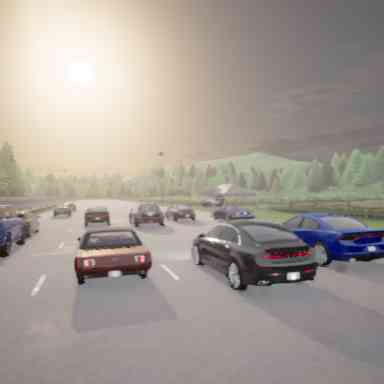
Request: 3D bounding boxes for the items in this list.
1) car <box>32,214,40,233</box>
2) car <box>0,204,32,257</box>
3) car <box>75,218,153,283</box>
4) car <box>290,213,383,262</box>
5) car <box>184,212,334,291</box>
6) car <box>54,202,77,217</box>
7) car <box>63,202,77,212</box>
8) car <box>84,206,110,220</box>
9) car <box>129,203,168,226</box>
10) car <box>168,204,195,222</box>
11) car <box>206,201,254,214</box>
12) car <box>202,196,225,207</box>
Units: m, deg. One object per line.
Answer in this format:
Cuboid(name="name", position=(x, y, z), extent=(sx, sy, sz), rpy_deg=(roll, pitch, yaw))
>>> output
Cuboid(name="car", position=(-10.348, 1.887, 19.827), extent=(1.837, 1.490, 4.892), rpy_deg=(-1, 0, -17))
Cuboid(name="car", position=(-8.598, 1.522, 14.123), extent=(2.150, 2.045, 5.566), rpy_deg=(-1, 0, -17))
Cuboid(name="car", position=(-2.530, 1.738, 10.234), extent=(1.895, 1.301, 4.718), rpy_deg=(-1, 0, -17))
Cuboid(name="car", position=(4.333, 1.478, 11.722), extent=(1.882, 1.535, 5.008), rpy_deg=(-1, 0, -17))
Cuboid(name="car", position=(1.418, 1.549, 9.296), extent=(1.837, 1.490, 4.892), rpy_deg=(-1, 0, -17))
Cuboid(name="car", position=(-15.370, 2.140, 39.763), extent=(2.128, 1.511, 4.902), rpy_deg=(-1, 0, -17))
Cuboid(name="car", position=(-19.522, 2.349, 53.223), extent=(1.837, 1.490, 4.892), rpy_deg=(-1, 0, -17))
Cuboid(name="car", position=(-7.822, 1.865, 27.424), extent=(1.882, 1.535, 5.008), rpy_deg=(-1, 0, -17))
Cuboid(name="car", position=(-3.569, 1.632, 25.497), extent=(2.097, 1.767, 4.553), rpy_deg=(-1, 0, -17))
Cuboid(name="car", position=(-1.047, 1.781, 29.207), extent=(1.812, 1.442, 4.674), rpy_deg=(-1, 0, -17))
Cuboid(name="car", position=(3.234, 1.694, 27.195), extent=(2.033, 1.411, 5.357), rpy_deg=(-1, -1, -17))
Cuboid(name="car", position=(3.698, 1.575, 55.658), extent=(3.866, 1.878, 1.905), rpy_deg=(-1, 0, -17))
